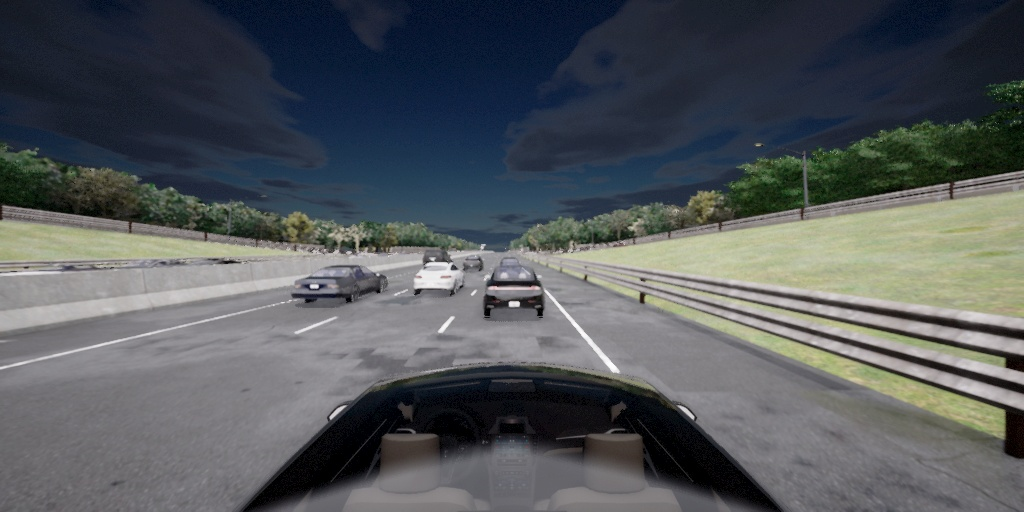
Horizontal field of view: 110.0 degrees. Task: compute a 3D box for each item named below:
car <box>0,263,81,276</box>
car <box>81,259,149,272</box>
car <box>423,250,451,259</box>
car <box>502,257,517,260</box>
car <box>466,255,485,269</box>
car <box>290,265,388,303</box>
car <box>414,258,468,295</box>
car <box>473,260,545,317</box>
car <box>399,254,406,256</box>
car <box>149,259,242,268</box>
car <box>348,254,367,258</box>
[{"bbox_3d":[-24.697,1.064,19.539,1.895,1.301,4.718,0,1,-1],"label":"car"},{"bbox_3d":[-21.221,0.928,21.088,2.128,1.511,4.902,0,1,-1],"label":"car"},{"bbox_3d":[-7.330,0.423,35.348,2.150,2.045,5.566,0,1,-2],"label":"car"},{"bbox_3d":[-0.209,0.822,31.039,2.033,1.411,5.357,0,1,-1],"label":"car"},{"bbox_3d":[-3.856,0.679,36.235,2.128,1.511,4.902,0,1,-2],"label":"car"},{"bbox_3d":[-6.958,1.078,15.111,2.033,1.411,5.357,0,1,0],"label":"car"},{"bbox_3d":[-3.478,1.017,17.531,1.812,1.442,4.674,0,1,0],"label":"car"},{"bbox_3d":[0.052,1.067,12.258,2.128,1.511,4.902,0,1,0],"label":"car"},{"bbox_3d":[-18.700,0.302,61.438,2.033,1.411,5.357,0,1,-1],"label":"car"},{"bbox_3d":[-17.718,0.943,20.960,1.837,1.490,4.892,0,1,-1],"label":"car"},{"bbox_3d":[-25.661,0.379,59.964,1.895,1.301,4.718,0,1,-1],"label":"car"}]
